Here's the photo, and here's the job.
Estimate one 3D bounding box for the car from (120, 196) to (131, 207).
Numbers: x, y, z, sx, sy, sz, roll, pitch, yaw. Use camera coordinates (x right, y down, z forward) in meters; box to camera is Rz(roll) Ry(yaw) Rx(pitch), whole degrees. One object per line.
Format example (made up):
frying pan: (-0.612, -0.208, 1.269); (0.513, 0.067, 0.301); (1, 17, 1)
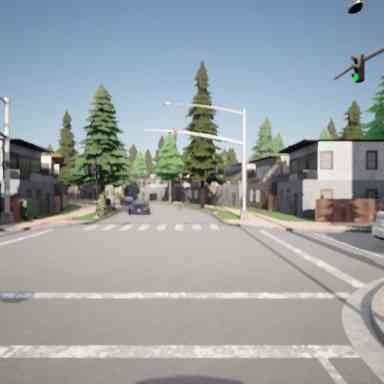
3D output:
car: (-9.228, 1.364, 48.148); (1.812, 1.442, 4.674); (0, 0, -23)

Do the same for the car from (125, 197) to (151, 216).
car: (-4.946, 1.445, 31.565); (1.994, 1.385, 4.181); (0, 0, -7)

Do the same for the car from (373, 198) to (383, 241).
car: (9.442, 1.171, 11.715); (5.566, 2.045, 2.150); (0, 0, 2)
